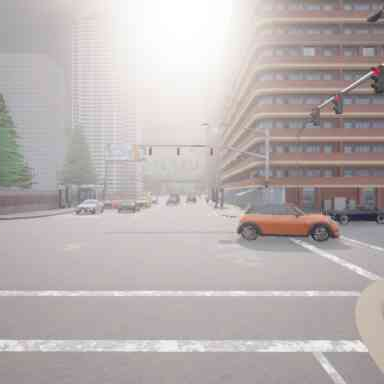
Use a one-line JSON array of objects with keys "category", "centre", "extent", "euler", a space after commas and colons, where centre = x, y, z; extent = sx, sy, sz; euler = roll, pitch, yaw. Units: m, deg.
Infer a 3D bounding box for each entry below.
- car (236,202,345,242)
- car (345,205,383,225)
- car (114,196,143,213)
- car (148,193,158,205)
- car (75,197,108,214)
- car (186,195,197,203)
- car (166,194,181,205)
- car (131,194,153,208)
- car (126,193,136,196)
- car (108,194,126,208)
[{"category": "car", "centre": [4.384, 1.310, 15.625], "extent": [4.553, 1.767, 2.097], "euler": [0, 0, 13]}, {"category": "car", "centre": [11.393, 1.545, 23.237], "extent": [4.718, 1.301, 1.895], "euler": [0, 0, -13]}, {"category": "car", "centre": [-7.133, 1.526, 37.812], "extent": [1.812, 1.442, 4.674], "euler": [0, 0, 0]}, {"category": "car", "centre": [-7.150, 1.489, 59.623], "extent": [2.128, 1.511, 4.902], "euler": [0, 0, 0]}, {"category": "car", "centre": [-10.644, 1.526, 34.976], "extent": [1.812, 1.442, 4.674], "euler": [0, 0, 2]}, {"category": "car", "centre": [-0.089, 1.350, 69.723], "extent": [2.097, 1.767, 4.553], "euler": [0, 0, 0]}, {"category": "car", "centre": [-3.473, 1.547, 58.234], "extent": [2.033, 1.411, 5.357], "euler": [0, 0, 0]}, {"category": "car", "centre": [-7.158, 1.477, 47.842], "extent": [1.882, 1.535, 5.008], "euler": [0, 0, 0]}, {"category": "car", "centre": [-10.656, 1.223, 57.558], "extent": [2.150, 2.045, 5.566], "euler": [0, 0, 0]}, {"category": "car", "centre": [-10.654, 1.352, 44.092], "extent": [2.097, 1.767, 4.553], "euler": [0, 0, 0]}]
